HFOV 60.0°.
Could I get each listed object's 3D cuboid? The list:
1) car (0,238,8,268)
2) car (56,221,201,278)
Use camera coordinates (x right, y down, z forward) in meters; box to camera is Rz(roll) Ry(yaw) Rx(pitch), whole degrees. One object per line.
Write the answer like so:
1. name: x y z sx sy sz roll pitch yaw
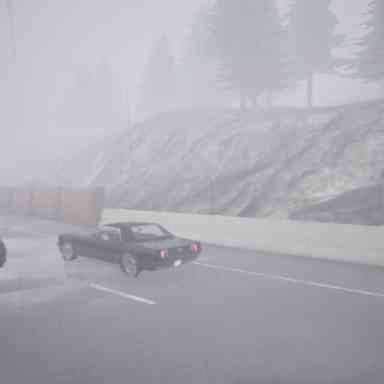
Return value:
1. car: -7.125 1.458 9.687 4.181 1.385 1.994 1 0 39
2. car: -2.116 1.549 10.093 4.718 1.301 1.895 1 0 38
